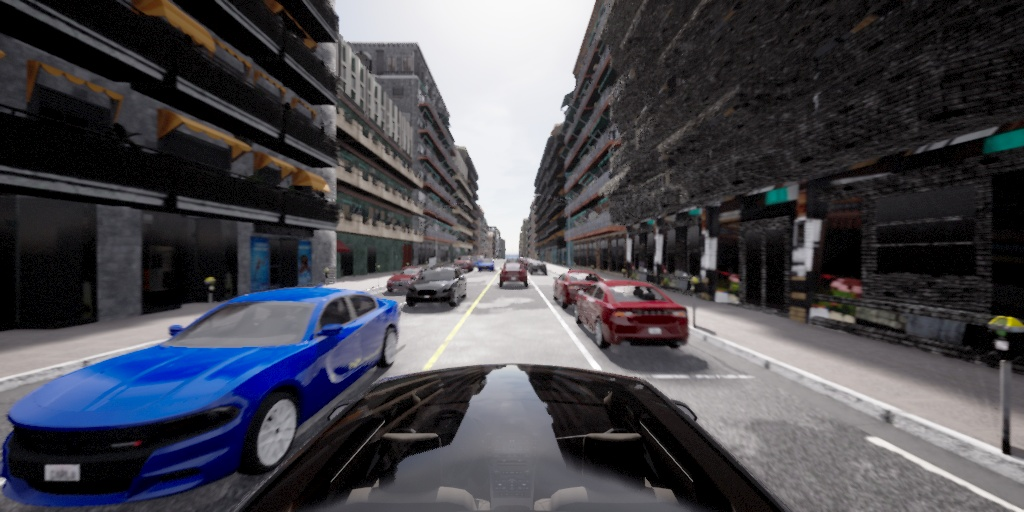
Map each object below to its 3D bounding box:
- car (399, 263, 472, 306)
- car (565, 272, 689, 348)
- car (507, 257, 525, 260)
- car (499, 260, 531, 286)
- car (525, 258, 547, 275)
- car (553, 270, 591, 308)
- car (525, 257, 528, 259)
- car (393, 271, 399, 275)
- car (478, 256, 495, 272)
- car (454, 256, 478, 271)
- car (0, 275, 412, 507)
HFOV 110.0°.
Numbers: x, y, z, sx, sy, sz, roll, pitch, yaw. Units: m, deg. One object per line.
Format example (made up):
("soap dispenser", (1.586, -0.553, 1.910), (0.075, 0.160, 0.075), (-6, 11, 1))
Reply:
("car", (-3.054, 1.207, 15.372), (1.837, 1.490, 4.892), (0, 0, 0))
("car", (2.690, 1.268, 8.979), (1.888, 1.381, 4.507), (0, 0, 0))
("car", (0.098, 0.969, 41.126), (2.097, 1.767, 4.553), (0, 0, 0))
("car", (0.104, 1.199, 24.202), (1.812, 1.442, 4.674), (0, 0, 0))
("car", (2.687, 1.181, 37.290), (2.007, 1.370, 4.403), (0, 0, 0))
("car", (2.690, 1.249, 14.640), (1.888, 1.381, 4.507), (0, 0, 0))
("car", (2.686, 1.162, 42.953), (2.007, 1.370, 4.403), (0, 0, 0))
("car", (-5.692, 1.268, 20.322), (1.802, 1.307, 4.207), (0, 0, 0))
("car", (-3.090, 1.087, 43.688), (1.882, 1.535, 5.008), (0, 0, 0))
("car", (-5.694, 0.927, 42.973), (2.192, 1.841, 5.009), (0, 0, 0))
("car", (-3.094, 1.215, 4.973), (1.882, 1.535, 5.008), (0, 0, 0))
